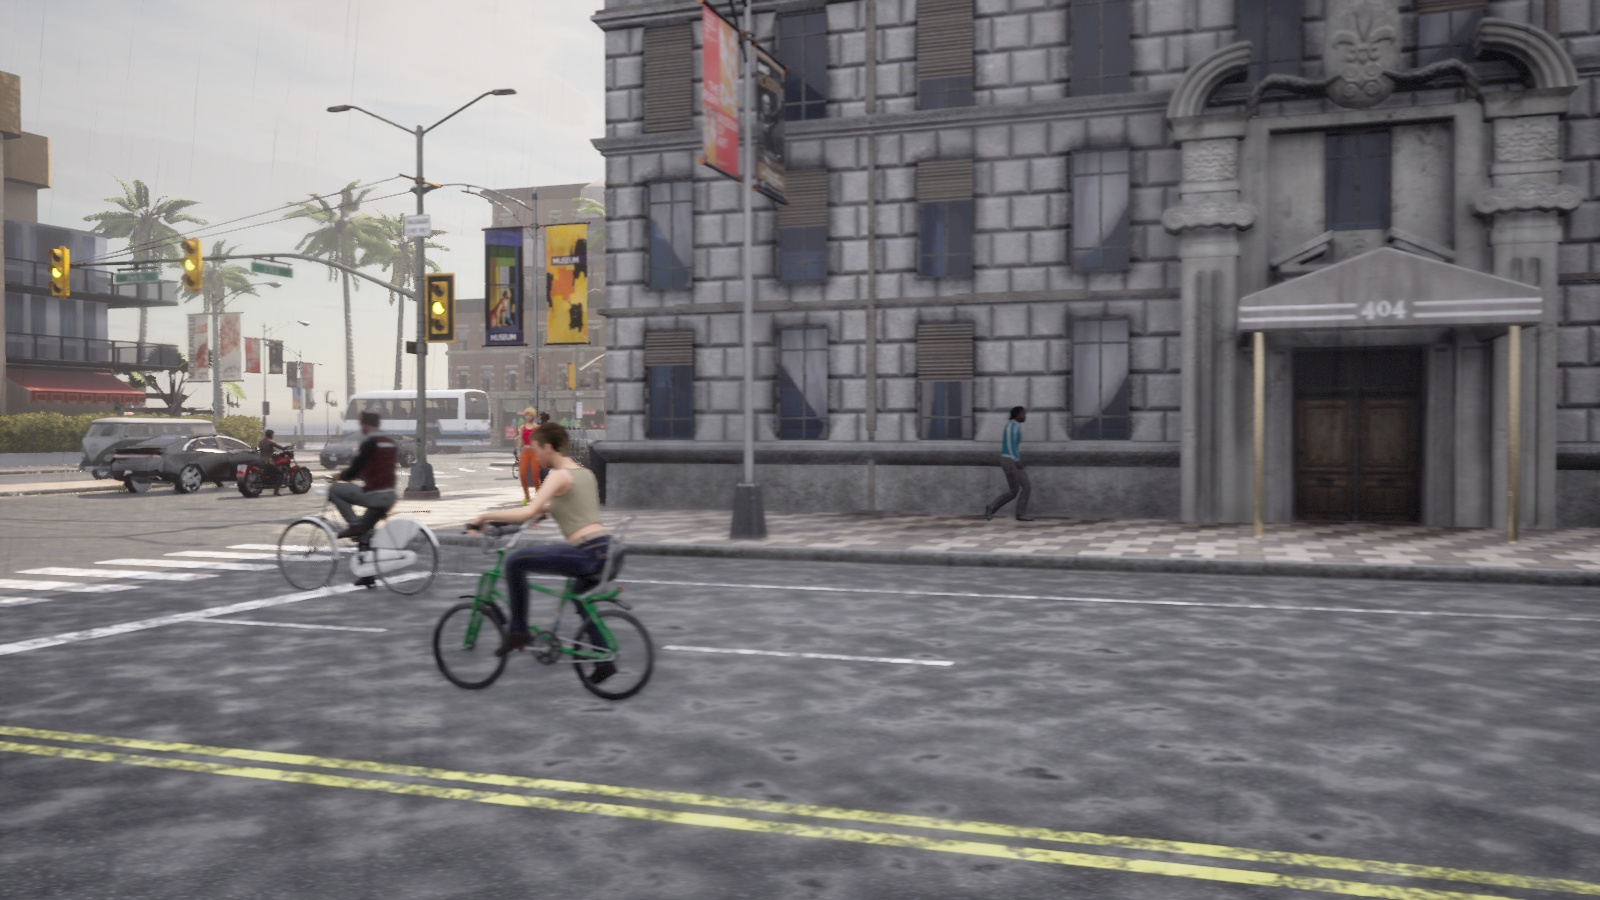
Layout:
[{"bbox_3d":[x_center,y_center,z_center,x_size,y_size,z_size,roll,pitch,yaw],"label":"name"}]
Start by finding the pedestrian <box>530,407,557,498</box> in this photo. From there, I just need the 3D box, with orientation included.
[{"bbox_3d":[-5.176,0.035,25.353,0.328,1.805,0.869,0,1,2],"label":"pedestrian"}]

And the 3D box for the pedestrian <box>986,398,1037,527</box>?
[{"bbox_3d":[3.227,0.183,19.150,0.692,1.930,0.396,1,1,21],"label":"pedestrian"}]

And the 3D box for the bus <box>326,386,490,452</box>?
[{"bbox_3d":[-26.514,-2.097,84.983,10.273,4.253,3.944,1,1,19],"label":"bus"}]

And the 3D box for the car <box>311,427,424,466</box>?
[{"bbox_3d":[-17.567,-0.168,51.216,2.007,1.525,4.514,1,1,19],"label":"car"}]

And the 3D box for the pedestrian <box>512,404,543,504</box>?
[{"bbox_3d":[-5.067,0.069,23.355,0.345,1.836,0.594,0,1,11],"label":"pedestrian"}]

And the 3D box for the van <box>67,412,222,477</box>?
[{"bbox_3d":[-21.163,-0.207,40.748,1.775,1.987,4.442,1,1,19],"label":"van"}]

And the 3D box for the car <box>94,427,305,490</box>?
[{"bbox_3d":[-15.471,0.159,32.705,2.128,1.511,4.902,1,1,19],"label":"car"}]

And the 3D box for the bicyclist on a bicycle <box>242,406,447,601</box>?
[{"bbox_3d":[-4.367,0.474,12.050,1.843,1.776,0.659,1,1,19],"label":"bicyclist on a bicycle"}]

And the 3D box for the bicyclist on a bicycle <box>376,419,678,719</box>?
[{"bbox_3d":[-1.596,0.630,7.419,1.509,1.612,0.866,1,1,19],"label":"bicyclist on a bicycle"}]

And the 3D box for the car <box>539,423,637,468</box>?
[{"bbox_3d":[-8.748,-0.227,52.281,2.097,1.767,4.553,1,1,19],"label":"car"}]

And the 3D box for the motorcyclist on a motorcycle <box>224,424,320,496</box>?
[{"bbox_3d":[-12.642,0.210,30.169,0.766,1.649,2.350,1,1,19],"label":"motorcyclist on a motorcycle"}]
